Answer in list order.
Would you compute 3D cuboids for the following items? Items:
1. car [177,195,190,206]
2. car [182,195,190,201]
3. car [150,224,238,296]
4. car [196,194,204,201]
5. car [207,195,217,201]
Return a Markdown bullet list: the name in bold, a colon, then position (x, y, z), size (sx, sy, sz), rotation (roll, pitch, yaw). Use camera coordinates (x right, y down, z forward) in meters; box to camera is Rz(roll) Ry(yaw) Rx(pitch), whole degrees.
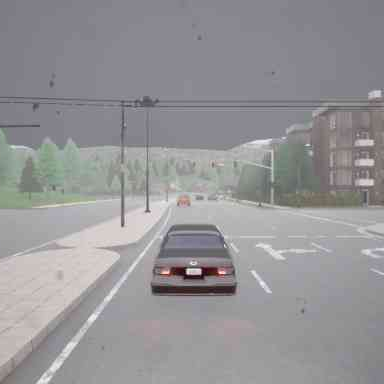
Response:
- **car**: position (-1.359, 1.352, 54.532), size (2.097, 1.767, 4.553), rotation (0, 0, -1)
- **car**: position (-1.523, 1.523, 85.357), size (1.812, 1.442, 4.674), rotation (0, 0, 0)
- **car**: position (0.042, 1.547, 8.787), size (2.033, 1.411, 5.357), rotation (0, 0, 0)
- **car**: position (1.977, 1.477, 85.396), size (1.882, 1.535, 5.008), rotation (0, 0, 0)
- **car**: position (5.477, 1.539, 85.403), size (2.033, 1.411, 5.357), rotation (0, 0, 0)
